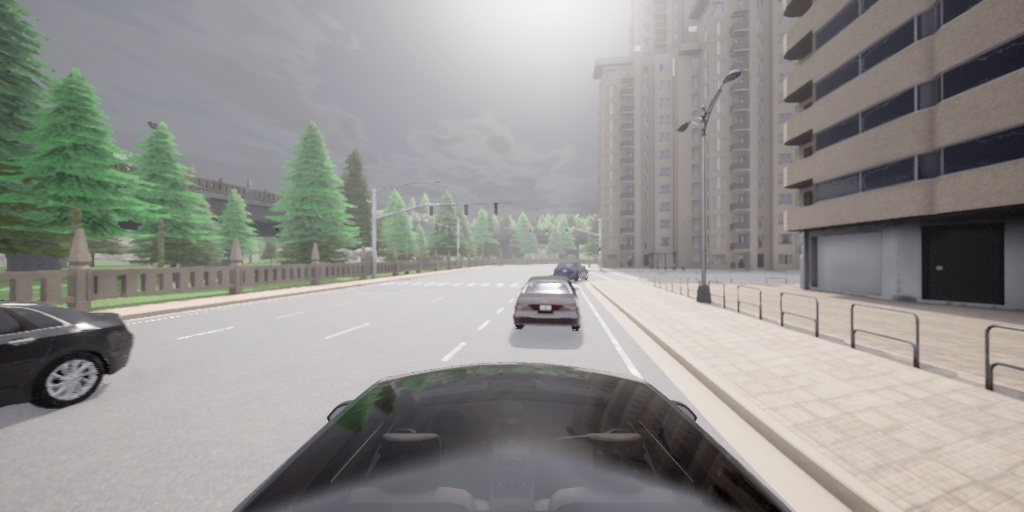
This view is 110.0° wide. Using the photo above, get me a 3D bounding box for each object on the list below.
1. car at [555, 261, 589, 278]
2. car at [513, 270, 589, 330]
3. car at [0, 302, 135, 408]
[{"bbox_3d":[5.200,1.246,30.978,2.097,1.767,4.553,1,-1,25],"label":"car"},{"bbox_3d":[1.164,1.338,11.359,2.033,1.411,5.357,0,0,8],"label":"car"},{"bbox_3d":[-6.856,1.256,3.469,1.837,1.490,4.892,0,0,3],"label":"car"}]
